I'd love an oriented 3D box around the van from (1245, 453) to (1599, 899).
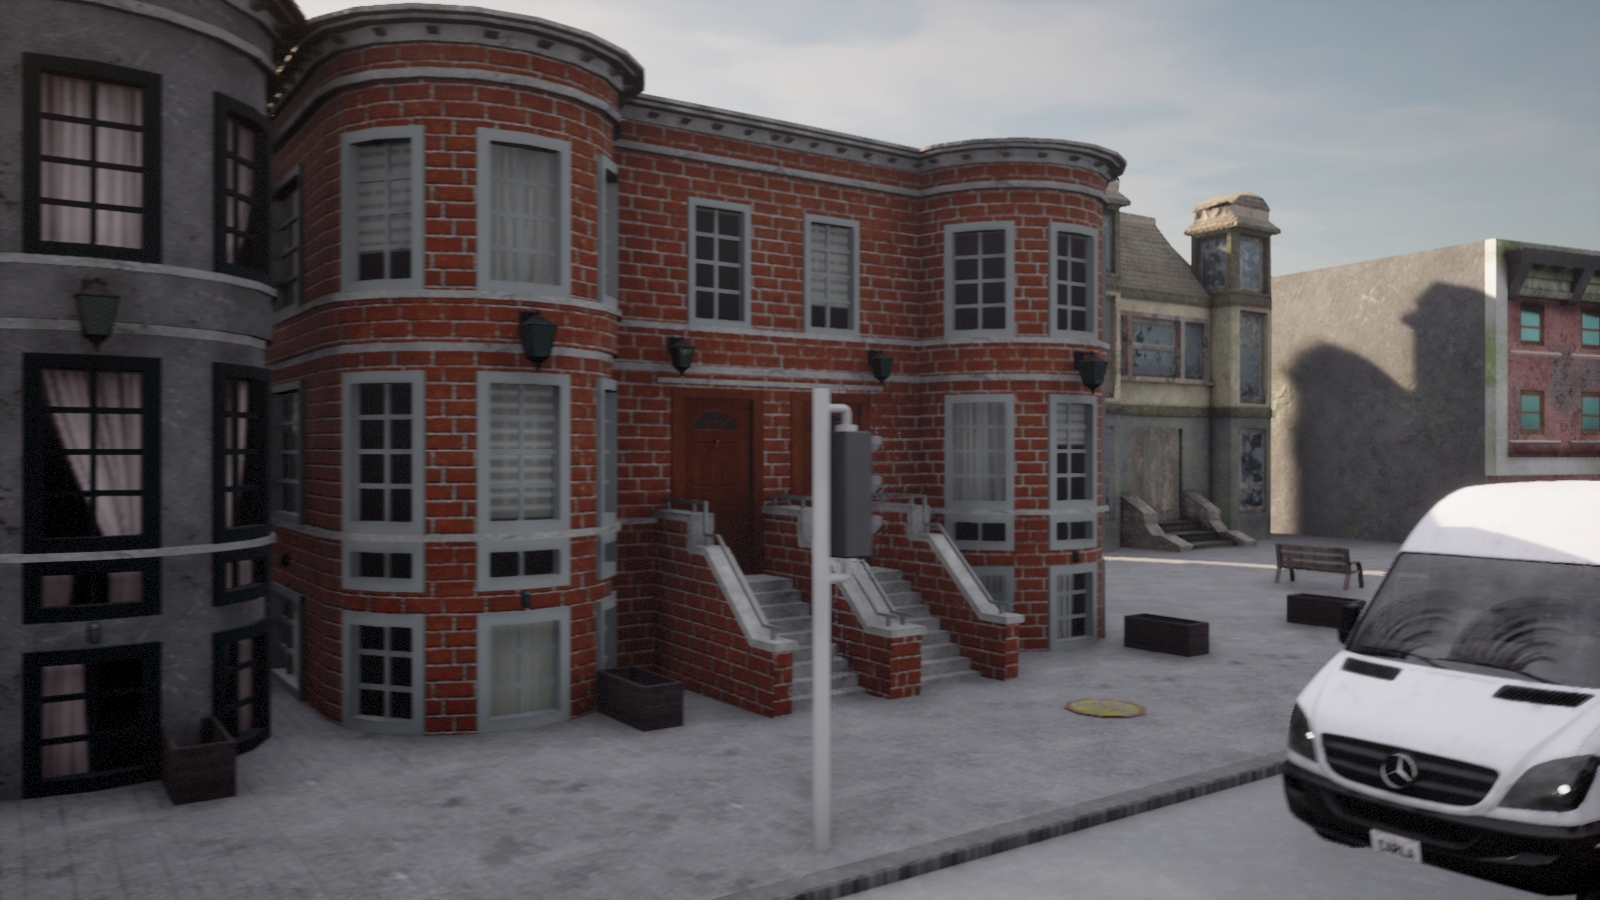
[{"bbox_3d":[6.006,1.316,8.615,5.915,2.561,1.988,0,0,-35],"label":"van"}]
